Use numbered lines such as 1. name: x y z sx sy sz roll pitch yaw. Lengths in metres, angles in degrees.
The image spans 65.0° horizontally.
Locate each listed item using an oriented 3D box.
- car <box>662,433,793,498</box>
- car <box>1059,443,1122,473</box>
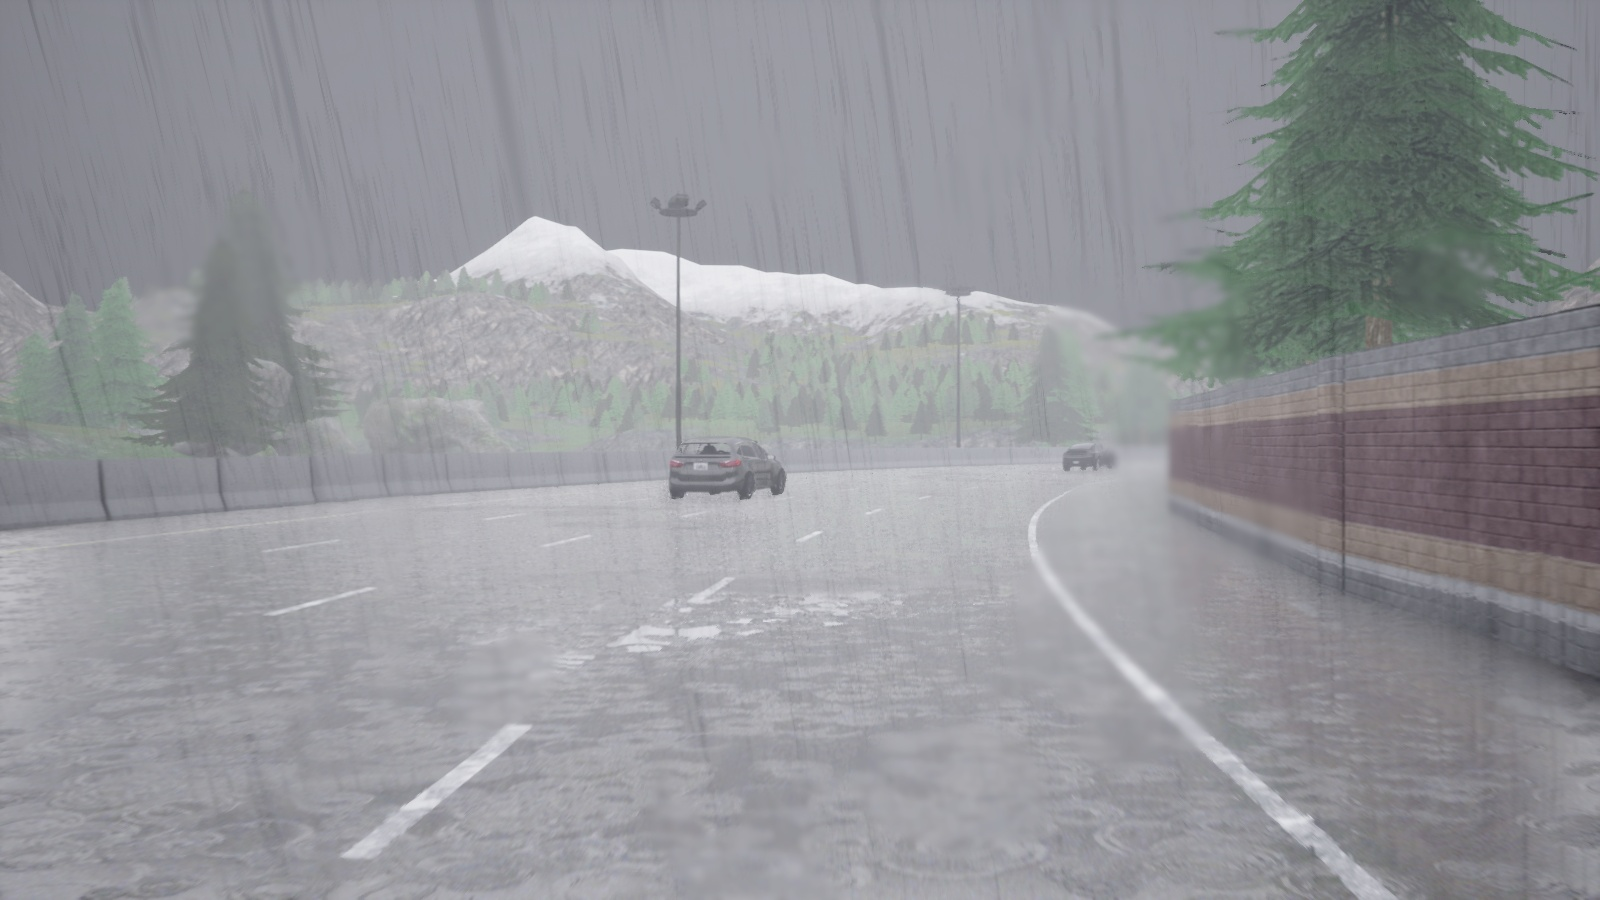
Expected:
1. car: -1.913 0.392 34.774 2.242 1.667 4.611 0 0 16
2. car: 15.405 0.395 66.339 1.837 1.490 4.892 0 0 31
